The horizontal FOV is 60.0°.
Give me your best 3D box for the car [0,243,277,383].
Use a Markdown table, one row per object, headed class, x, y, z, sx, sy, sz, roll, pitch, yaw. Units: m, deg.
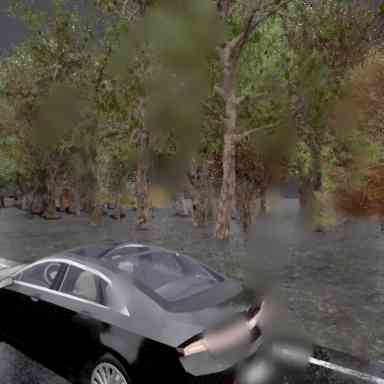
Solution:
| class | x | y | z | sx | sy | sz | roll | pitch | yaw |
| --- | --- | --- | --- | --- | --- | --- | --- | --- | --- |
| car | -1.300 | 1.488 | 4.636 | 4.902 | 1.511 | 2.128 | 0 | 1 | 38 |
